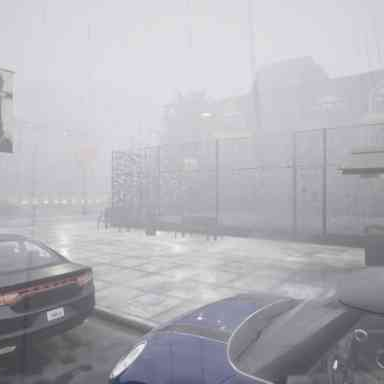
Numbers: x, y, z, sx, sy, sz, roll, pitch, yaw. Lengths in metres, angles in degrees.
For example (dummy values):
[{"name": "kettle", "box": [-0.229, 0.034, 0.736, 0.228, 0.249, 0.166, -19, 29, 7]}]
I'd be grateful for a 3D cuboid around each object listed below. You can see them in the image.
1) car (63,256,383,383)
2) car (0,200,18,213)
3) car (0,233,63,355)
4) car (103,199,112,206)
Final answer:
[{"name": "car", "box": [1.474, 1.354, 2.256, 4.553, 1.767, 2.185, 0, 0, 35]}, {"name": "car", "box": [-20.749, 1.564, 35.073, 1.994, 1.385, 4.181, 0, 0, 35]}, {"name": "car", "box": [-3.844, 1.480, 5.864, 5.008, 1.535, 2.097, 0, 0, 35]}, {"name": "car", "box": [-11.879, 1.547, 53.826, 2.033, 1.411, 5.357, 0, 0, 35]}]
